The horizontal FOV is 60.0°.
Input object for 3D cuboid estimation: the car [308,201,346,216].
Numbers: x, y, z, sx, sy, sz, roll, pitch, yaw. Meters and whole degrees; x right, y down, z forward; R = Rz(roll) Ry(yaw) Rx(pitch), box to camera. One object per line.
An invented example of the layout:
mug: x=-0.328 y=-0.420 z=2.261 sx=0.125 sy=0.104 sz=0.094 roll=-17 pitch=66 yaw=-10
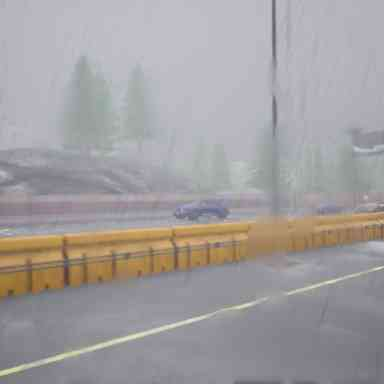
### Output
car: x=14.699 y=1.795 z=36.126 sx=5.008 sy=1.535 sz=1.882 roll=0 pitch=-1 yaw=-35

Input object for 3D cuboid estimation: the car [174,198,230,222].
car: x=0.999 y=1.558 z=30.660 sx=5.566 sy=2.045 sz=2.150 roll=1 pitch=-1 yaw=-36

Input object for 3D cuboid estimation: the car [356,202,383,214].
car: x=19.108 y=1.806 z=34.933 sx=4.674 sy=1.442 sz=1.812 roll=0 pitch=-1 yaw=-35
